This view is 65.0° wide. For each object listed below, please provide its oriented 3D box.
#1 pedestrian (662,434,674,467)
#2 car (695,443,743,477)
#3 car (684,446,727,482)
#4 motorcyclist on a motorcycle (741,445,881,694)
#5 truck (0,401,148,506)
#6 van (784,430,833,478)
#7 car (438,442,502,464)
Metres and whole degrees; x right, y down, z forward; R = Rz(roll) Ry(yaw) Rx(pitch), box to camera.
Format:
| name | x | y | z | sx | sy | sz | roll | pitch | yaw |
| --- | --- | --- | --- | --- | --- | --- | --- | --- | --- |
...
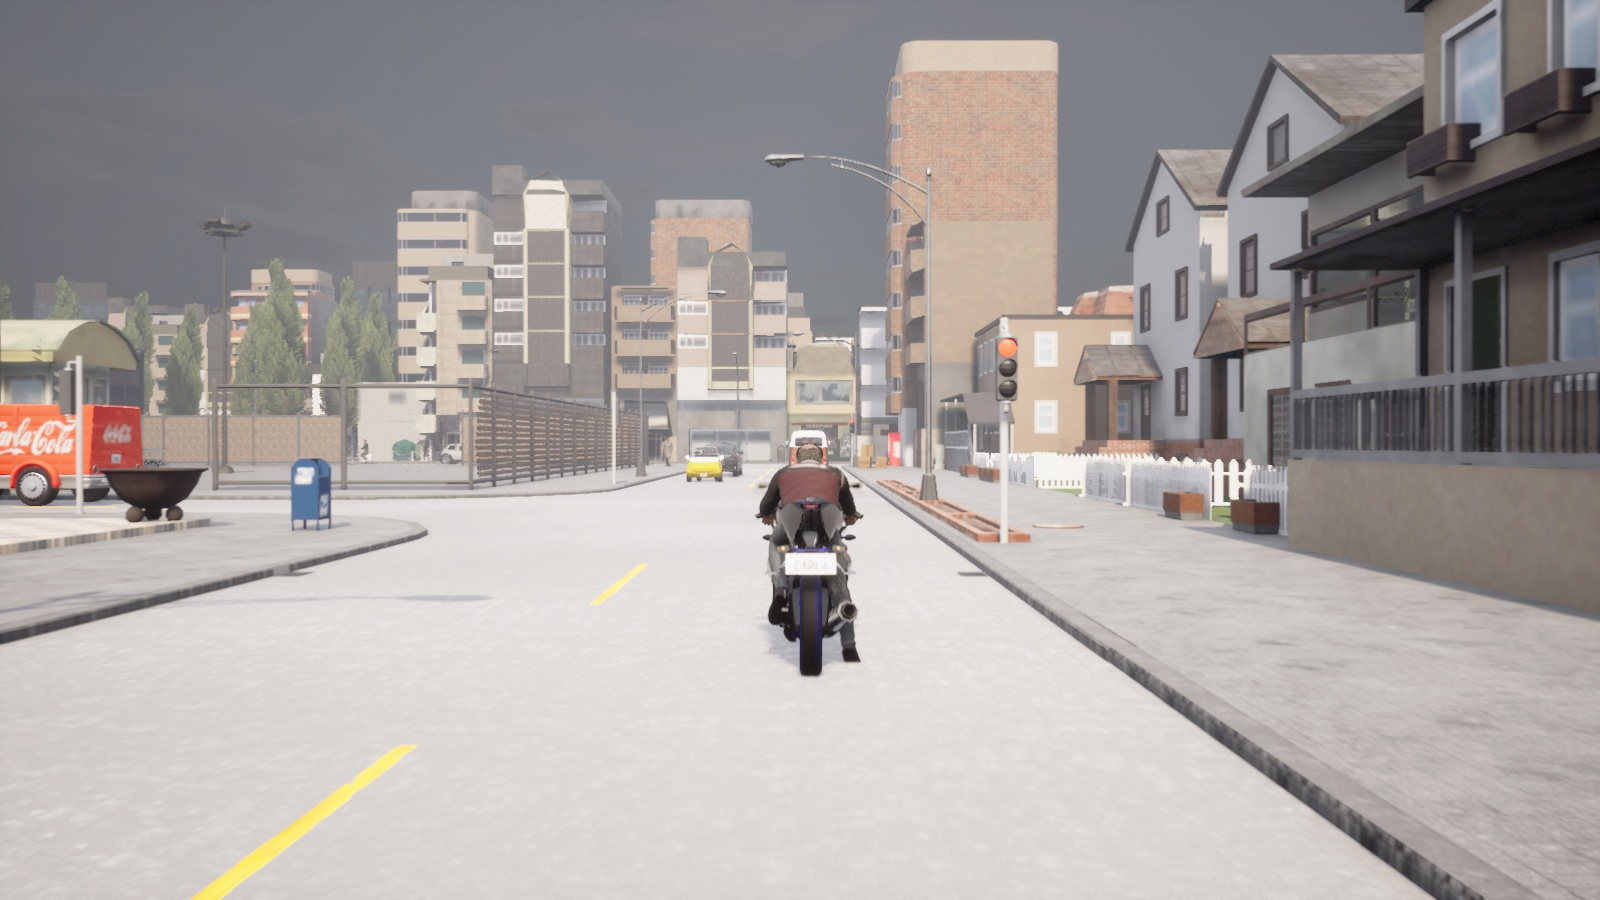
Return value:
| name | x | y | z | sx | sy | sz | roll | pitch | yaw |
| --- | --- | --- | --- | --- | --- | --- | --- | --- | --- |
| pedestrian | -7.805 | 0.031 | 74.230 | 0.659 | 1.952 | 0.873 | 0 | 0 | -8 |
| car | -3.628 | 0.427 | 57.008 | 1.837 | 1.490 | 4.892 | 0 | 0 | 1 |
| car | -3.652 | 0.523 | 48.743 | 1.481 | 1.376 | 2.207 | 0 | 0 | 1 |
| motorcyclist on a motorcycle | 0.068 | 0.732 | 8.848 | 0.866 | 1.530 | 2.191 | 0 | 0 | 0 |
| truck | -19.376 | 0.070 | 31.009 | 5.204 | 2.467 | 2.627 | 0 | 0 | 2 |
| van | 0.372 | 0.156 | 55.709 | 2.069 | 2.038 | 4.480 | 0 | 0 | 0 |
| car | -22.229 | 0.216 | 84.659 | 3.806 | 1.475 | 1.970 | 0 | 0 | 1 |
